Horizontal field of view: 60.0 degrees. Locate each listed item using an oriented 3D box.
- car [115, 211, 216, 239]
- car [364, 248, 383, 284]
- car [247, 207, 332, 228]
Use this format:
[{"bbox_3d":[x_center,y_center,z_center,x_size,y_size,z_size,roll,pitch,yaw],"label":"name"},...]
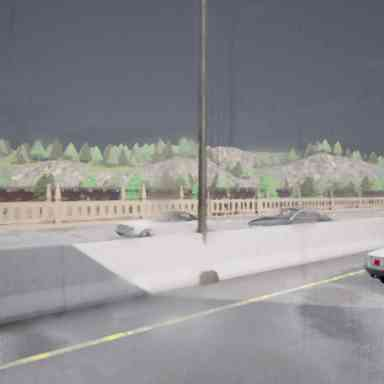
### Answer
[{"bbox_3d":[-1.207,1.613,16.027,4.718,1.301,1.895,0,0,-35],"label":"car"},{"bbox_3d":[6.366,1.616,8.294,4.718,1.301,1.895,0,0,-36],"label":"car"},{"bbox_3d":[4.753,1.511,15.975,4.902,1.511,2.128,0,0,-35],"label":"car"}]
